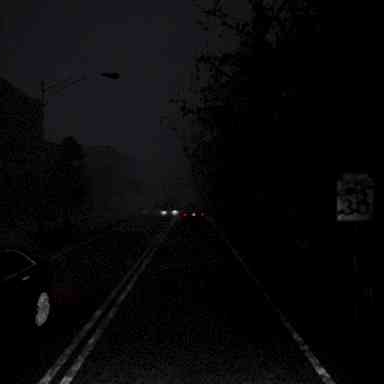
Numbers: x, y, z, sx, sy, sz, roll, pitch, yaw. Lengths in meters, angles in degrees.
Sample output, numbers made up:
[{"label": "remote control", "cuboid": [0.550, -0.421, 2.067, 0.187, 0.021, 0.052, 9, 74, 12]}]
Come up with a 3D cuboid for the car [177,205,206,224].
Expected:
[{"label": "car", "cuboid": [0.140, 1.725, 26.666, 2.033, 1.411, 5.357, 0, -1, 0]}]

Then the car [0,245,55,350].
[{"label": "car", "cuboid": [-3.347, 1.512, 4.055, 1.837, 1.490, 4.892, 0, 0, 0]}]

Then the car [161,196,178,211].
[{"label": "car", "cuboid": [-3.214, 1.637, 48.831, 2.150, 2.045, 5.566, 0, -1, 1]}]
